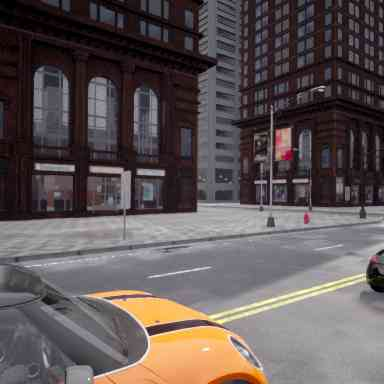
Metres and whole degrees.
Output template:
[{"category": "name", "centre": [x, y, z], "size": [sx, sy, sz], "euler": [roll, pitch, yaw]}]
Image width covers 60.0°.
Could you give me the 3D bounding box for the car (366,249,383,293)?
[{"category": "car", "centre": [5.890, 1.576, 7.665], "size": [4.181, 1.385, 1.994], "euler": [0, 0, -35]}]

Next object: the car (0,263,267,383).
[{"category": "car", "centre": [-1.536, 1.352, 2.343], "size": [4.553, 1.767, 2.097], "euler": [0, 0, -36]}]
